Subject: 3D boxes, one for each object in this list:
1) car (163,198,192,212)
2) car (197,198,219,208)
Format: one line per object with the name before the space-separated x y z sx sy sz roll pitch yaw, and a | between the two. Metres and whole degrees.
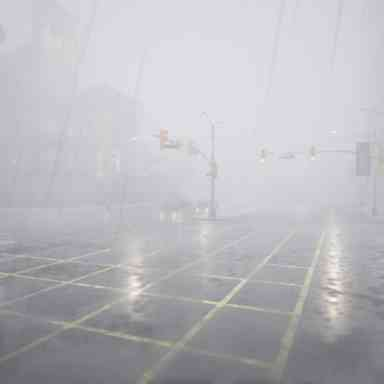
car | -1.650 1.467 39.295 1.882 1.535 5.008 0 0 25
car | 2.343 1.584 48.697 1.895 1.301 4.718 0 0 23
